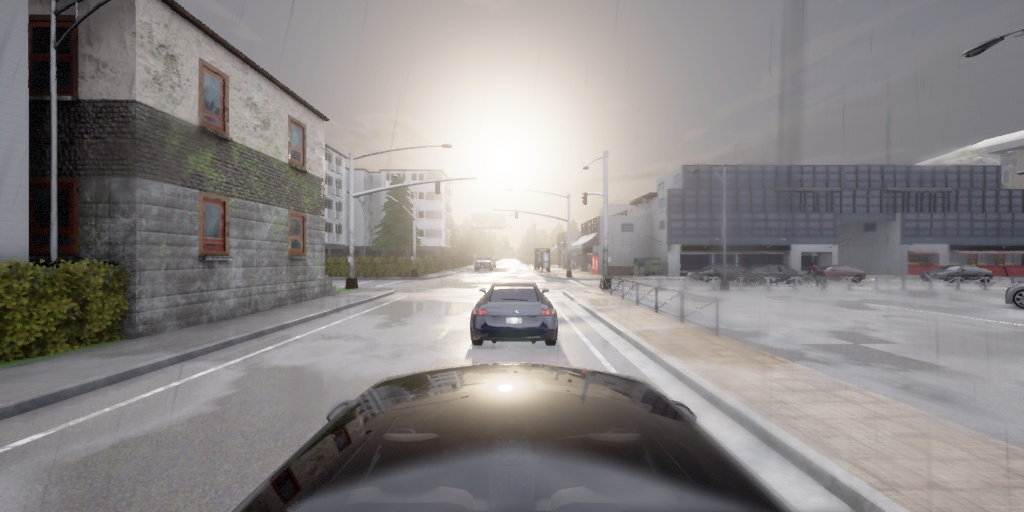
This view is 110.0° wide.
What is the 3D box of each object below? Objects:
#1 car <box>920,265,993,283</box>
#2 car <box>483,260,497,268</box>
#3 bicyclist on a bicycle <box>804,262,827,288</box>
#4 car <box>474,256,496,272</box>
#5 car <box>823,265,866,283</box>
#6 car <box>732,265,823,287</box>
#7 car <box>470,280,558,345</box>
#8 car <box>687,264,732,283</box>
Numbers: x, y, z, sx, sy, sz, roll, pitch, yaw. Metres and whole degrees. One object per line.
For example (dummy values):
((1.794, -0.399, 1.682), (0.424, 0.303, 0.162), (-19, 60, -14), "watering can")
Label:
((36.712, 1.450, 29.617), (4.674, 1.442, 1.812), (0, 0, 0), "car")
((-3.641, 1.347, 59.805), (1.895, 1.301, 4.718), (0, 0, 0), "car")
((18.692, 1.226, 22.092), (0.582, 1.620, 1.656), (0, 0, 0), "bicyclist on a bicycle")
((-3.647, 0.969, 47.090), (2.150, 2.045, 5.566), (0, 0, 0), "car")
((26.402, 1.450, 29.597), (4.674, 1.442, 1.812), (0, 0, 0), "car")
((19.045, 1.429, 25.873), (4.892, 1.490, 1.837), (0, 0, 0), "car")
((0.054, 1.313, 9.473), (1.994, 1.385, 4.181), (0, 0, 0), "car")
((17.037, 1.416, 29.569), (4.902, 1.511, 2.128), (0, 0, 0), "car")
